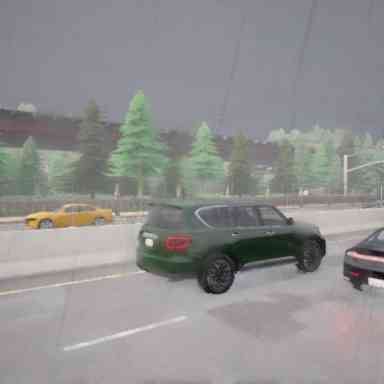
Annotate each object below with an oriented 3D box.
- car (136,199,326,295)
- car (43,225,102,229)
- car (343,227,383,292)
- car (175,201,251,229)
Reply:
[{"bbox_3d":[1.239,1.206,8.927,5.566,2.045,2.150,0,0,-35],"label":"car"},{"bbox_3d":[-7.345,1.457,20.244,5.008,1.535,1.882,0,0,-35],"label":"car"},{"bbox_3d":[5.415,1.472,7.602,4.902,1.511,2.128,0,0,-35],"label":"car"},{"bbox_3d":[1.481,1.441,22.228,5.008,1.535,1.882,0,0,-35],"label":"car"}]
